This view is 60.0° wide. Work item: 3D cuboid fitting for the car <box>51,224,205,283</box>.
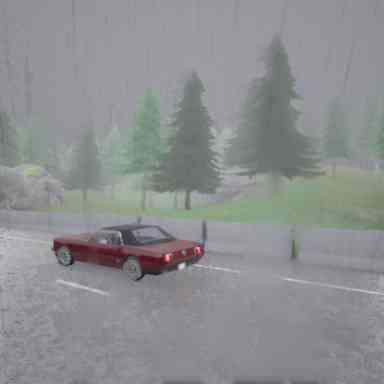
[{"bbox_3d":[-2.066,1.608,9.763,4.718,1.301,1.895,0,0,35],"label":"car"}]
